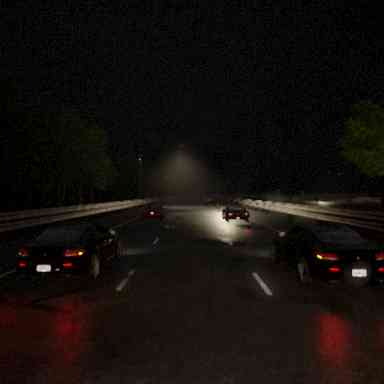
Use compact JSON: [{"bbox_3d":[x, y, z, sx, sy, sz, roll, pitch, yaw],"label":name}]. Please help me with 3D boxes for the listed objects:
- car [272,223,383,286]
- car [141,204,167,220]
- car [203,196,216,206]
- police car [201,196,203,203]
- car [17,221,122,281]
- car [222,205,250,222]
[{"bbox_3d":[3.609,1.594,9.466,1.812,1.442,4.674,0,0,0],"label":"car"},{"bbox_3d":[-3.365,1.778,30.073,1.994,1.385,4.181,0,0,0],"label":"car"},{"bbox_3d":[3.580,1.954,63.194,1.837,1.490,4.892,0,0,0],"label":"car"},{"bbox_3d":[3.594,2.028,74.194,2.038,1.542,4.974,0,0,0],"label":"police car"},{"bbox_3d":[-3.390,1.597,9.921,1.812,1.442,4.674,0,0,0],"label":"car"},{"bbox_3d":[3.634,1.804,28.465,1.895,1.301,4.718,0,0,0],"label":"car"}]
